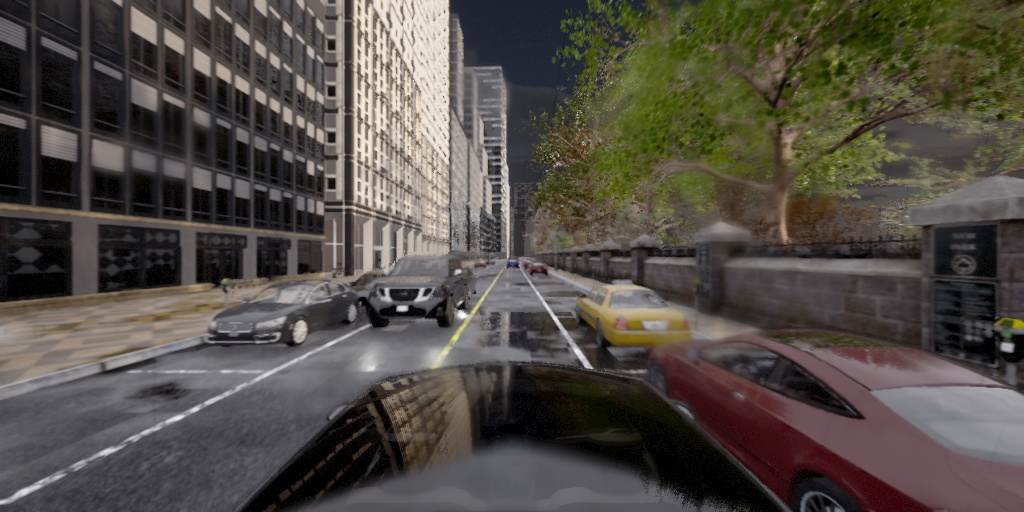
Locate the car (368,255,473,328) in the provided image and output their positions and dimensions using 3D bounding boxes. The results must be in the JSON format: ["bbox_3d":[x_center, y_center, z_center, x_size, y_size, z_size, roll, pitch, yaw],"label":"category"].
[{"bbox_3d":[-2.752,0.969,11.786,2.150,2.045,5.566,0,0,0],"label":"car"}]

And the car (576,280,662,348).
[{"bbox_3d":[2.711,1.276,9.088,1.751,1.417,4.829,0,0,0],"label":"car"}]

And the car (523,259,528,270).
[{"bbox_3d":[2.719,1.309,42.680,2.007,1.370,4.403,0,0,0],"label":"car"}]

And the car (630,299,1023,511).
[{"bbox_3d":[2.711,1.332,3.293,1.802,1.307,4.207,0,0,0],"label":"car"}]

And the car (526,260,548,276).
[{"bbox_3d":[2.713,1.302,37.047,1.888,1.381,4.507,0,0,0],"label":"car"}]

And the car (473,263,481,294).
[{"bbox_3d":[-2.759,1.257,17.380,1.837,1.490,4.892,0,0,0],"label":"car"}]

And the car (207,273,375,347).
[{"bbox_3d":[-5.459,1.301,9.215,2.007,1.370,4.403,0,0,0],"label":"car"}]

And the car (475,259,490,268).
[{"bbox_3d":[-5.192,1.311,59.846,1.888,1.381,4.507,0,0,0],"label":"car"}]

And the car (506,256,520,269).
[{"bbox_3d":[0.093,1.242,56.756,1.882,1.535,5.008,0,0,1],"label":"car"}]
